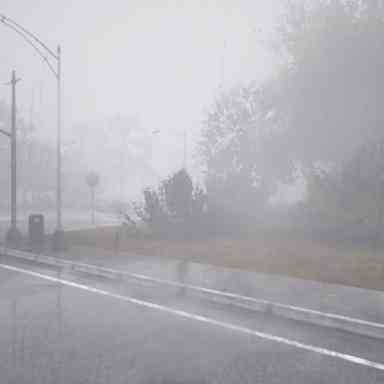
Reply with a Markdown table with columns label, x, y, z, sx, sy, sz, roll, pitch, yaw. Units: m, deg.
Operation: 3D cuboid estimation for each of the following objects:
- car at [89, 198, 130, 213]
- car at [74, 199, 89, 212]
| label | x | y | z | sx | sy | sz | roll | pitch | yaw |
| --- | --- | --- | --- | --- | --- | --- | --- | --- | --- |
| car | -8.802 | 1.547 | 36.813 | 1.994 | 1.385 | 4.181 | 0 | 0 | 32 |
| car | -11.505 | 1.472 | 39.085 | 2.128 | 1.511 | 4.902 | 0 | 0 | 32 |
